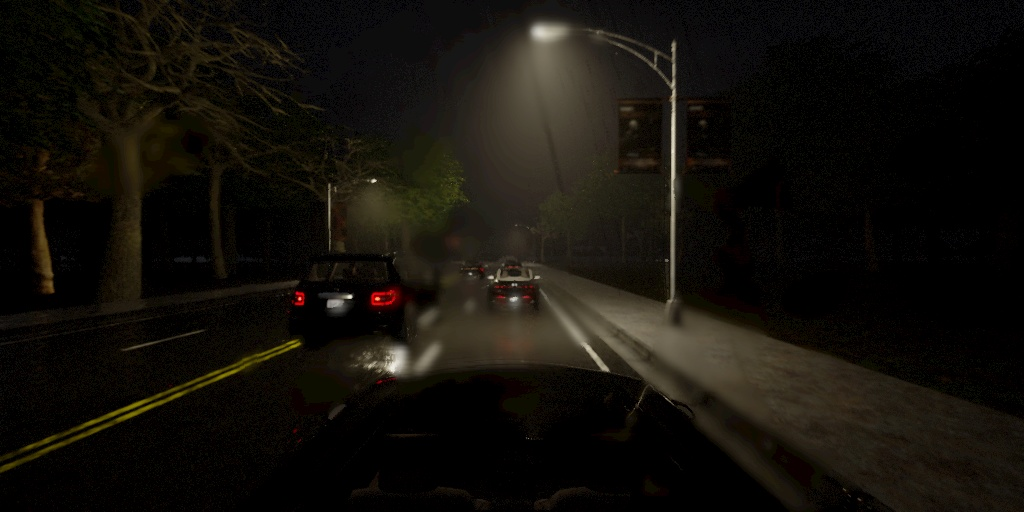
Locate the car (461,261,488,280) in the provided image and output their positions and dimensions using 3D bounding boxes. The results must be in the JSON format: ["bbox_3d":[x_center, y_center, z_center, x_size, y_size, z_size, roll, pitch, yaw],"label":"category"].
[{"bbox_3d":[-3.154,1.147,30.199,1.837,1.490,4.892,0,0,0],"label":"car"}]

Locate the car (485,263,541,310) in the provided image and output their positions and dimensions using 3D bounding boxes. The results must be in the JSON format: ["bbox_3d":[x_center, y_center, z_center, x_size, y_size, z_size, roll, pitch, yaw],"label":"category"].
[{"bbox_3d":[0.099,1.198,14.301,1.837,1.490,4.892,0,0,0],"label":"car"}]

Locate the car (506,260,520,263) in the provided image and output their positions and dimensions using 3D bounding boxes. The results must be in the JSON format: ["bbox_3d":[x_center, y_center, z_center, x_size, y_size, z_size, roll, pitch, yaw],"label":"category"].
[{"bbox_3d":[0.096,1.134,34.425,1.837,1.490,4.892,0,0,0],"label":"car"}]

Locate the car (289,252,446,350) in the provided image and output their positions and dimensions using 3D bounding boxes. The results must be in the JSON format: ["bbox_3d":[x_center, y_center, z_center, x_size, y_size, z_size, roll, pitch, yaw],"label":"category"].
[{"bbox_3d":[-3.151,0.936,9.086,2.150,2.045,5.566,0,0,0],"label":"car"}]
